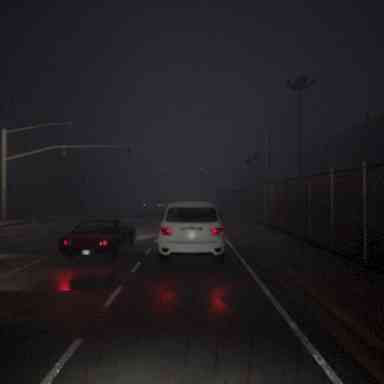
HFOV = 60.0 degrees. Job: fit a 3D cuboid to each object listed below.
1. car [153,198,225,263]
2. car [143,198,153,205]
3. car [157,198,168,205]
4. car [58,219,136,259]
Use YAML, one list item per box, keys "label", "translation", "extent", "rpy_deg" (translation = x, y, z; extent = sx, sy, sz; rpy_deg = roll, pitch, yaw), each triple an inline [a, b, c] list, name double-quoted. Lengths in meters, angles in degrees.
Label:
- label: "car"
  translation: [0.002, 1.347, 12.571]
  extent: [2.150, 2.045, 5.566]
  rpy_deg: [0, 0, 0]
- label: "car"
  translation: [-10.538, 2.128, 80.323]
  extent: [2.097, 1.767, 4.553]
  rpy_deg: [0, -1, 0]
- label: "car"
  translation: [-7.038, 2.297, 80.294]
  extent: [2.128, 1.511, 4.902]
  rpy_deg: [0, -1, 0]
- label: "car"
  translation: [-3.492, 1.730, 13.235]
  extent: [1.895, 1.301, 4.718]
  rpy_deg: [0, -1, 0]
